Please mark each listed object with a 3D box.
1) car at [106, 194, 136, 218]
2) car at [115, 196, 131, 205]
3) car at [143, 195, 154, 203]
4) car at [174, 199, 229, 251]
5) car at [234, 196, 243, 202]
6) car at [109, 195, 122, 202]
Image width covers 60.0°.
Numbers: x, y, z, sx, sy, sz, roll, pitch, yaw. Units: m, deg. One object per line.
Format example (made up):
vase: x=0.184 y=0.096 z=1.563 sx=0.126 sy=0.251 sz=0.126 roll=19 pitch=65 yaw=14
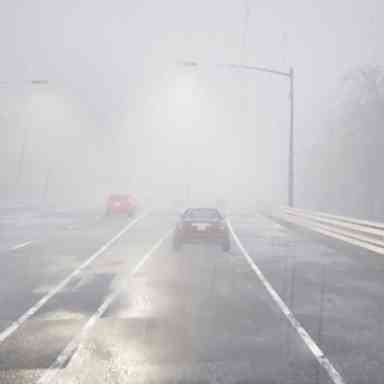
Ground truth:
car: x=-6.327 y=1.169 z=30.058 sx=2.150 sy=2.045 sz=5.566 roll=0 pitch=0 yaw=-4
car: x=-11.744 y=1.449 z=56.995 sx=2.033 sy=1.411 sz=5.357 roll=0 pitch=0 yaw=-4
car: x=-9.101 y=1.417 z=69.264 sx=1.837 sy=1.490 sz=4.892 roll=0 pitch=0 yaw=-4
car: x=0.442 y=1.351 z=14.387 sx=2.097 sy=1.767 sz=4.553 roll=1 pitch=0 yaw=3
car: x=12.342 y=1.865 z=87.631 sx=1.837 sy=1.490 sz=4.892 roll=0 pitch=0 yaw=17
car: x=-16.344 y=1.344 z=71.042 sx=1.882 sy=1.535 sz=5.008 roll=0 pitch=0 yaw=-4
